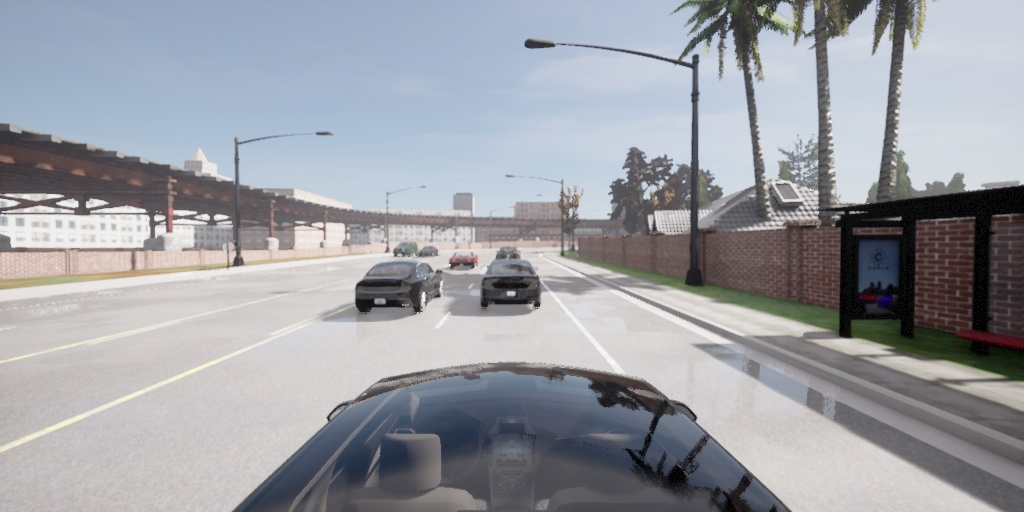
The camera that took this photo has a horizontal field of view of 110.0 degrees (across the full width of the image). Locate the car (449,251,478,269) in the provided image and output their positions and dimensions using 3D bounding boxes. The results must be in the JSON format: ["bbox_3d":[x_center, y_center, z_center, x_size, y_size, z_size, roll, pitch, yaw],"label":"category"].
[{"bbox_3d":[-3.775,0.274,28.919,1.895,1.301,4.718,0,2,-1],"label":"car"}]

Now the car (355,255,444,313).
[{"bbox_3d":[-3.547,0.882,11.996,1.837,1.490,4.892,0,2,0],"label":"car"}]

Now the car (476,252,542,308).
[{"bbox_3d":[-0.053,0.815,12.756,1.882,1.535,5.008,0,3,-1],"label":"car"}]

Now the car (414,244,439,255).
[{"bbox_3d":[-11.023,-0.591,47.622,1.837,1.490,4.892,0,2,2],"label":"car"}]

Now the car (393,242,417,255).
[{"bbox_3d":[-14.500,-0.930,49.301,2.150,2.045,5.566,0,2,2],"label":"car"}]

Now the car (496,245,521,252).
[{"bbox_3d":[-0.301,-0.074,31.014,2.097,1.767,4.553,0,2,-1],"label":"car"}]
